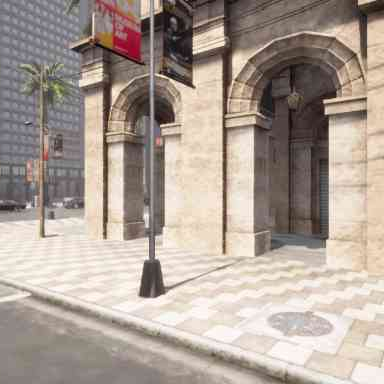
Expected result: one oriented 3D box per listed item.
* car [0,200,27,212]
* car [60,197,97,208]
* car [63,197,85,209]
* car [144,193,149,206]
[{"bbox_3d":[-21.159,1.601,37.037,1.895,1.301,4.718,0,0,36],"label":"car"},{"bbox_3d":[-16.554,1.513,48.755,2.161,1.482,4.786,0,0,35],"label":"car"},{"bbox_3d":[-15.103,1.505,45.472,1.837,1.490,4.892,0,0,36],"label":"car"},{"bbox_3d":[-9.039,1.221,53.905,2.150,2.045,5.566,0,0,35],"label":"car"}]
